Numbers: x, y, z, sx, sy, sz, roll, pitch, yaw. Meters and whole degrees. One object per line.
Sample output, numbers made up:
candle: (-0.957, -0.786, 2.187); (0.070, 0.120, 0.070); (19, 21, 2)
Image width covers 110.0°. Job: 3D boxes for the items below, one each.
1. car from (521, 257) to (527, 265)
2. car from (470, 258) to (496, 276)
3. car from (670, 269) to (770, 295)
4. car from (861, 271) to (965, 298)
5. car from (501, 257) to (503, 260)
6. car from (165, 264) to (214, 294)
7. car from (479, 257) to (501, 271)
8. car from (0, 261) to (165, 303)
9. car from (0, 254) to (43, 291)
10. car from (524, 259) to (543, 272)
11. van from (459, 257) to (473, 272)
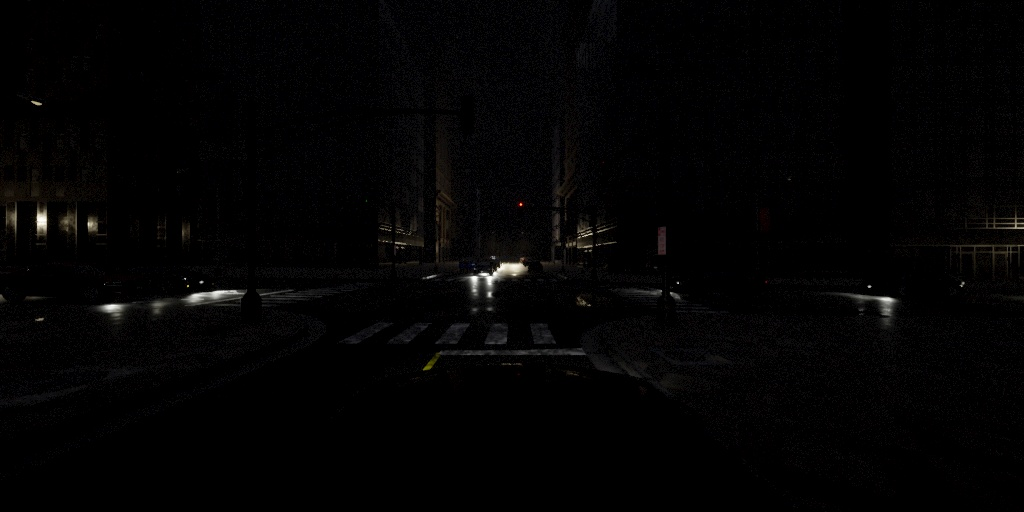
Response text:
car: (2.997, 1.270, 62.040); (1.802, 1.307, 4.207); (0, 0, 0)
car: (-2.925, 1.253, 37.232); (1.812, 1.442, 4.674); (0, 0, 0)
car: (12.005, 1.481, 21.096); (5.357, 1.411, 2.033); (1, 0, 0)
car: (23.401, 1.594, 21.032); (4.892, 1.490, 1.837); (1, 0, 0)
car: (-2.785, 1.224, 56.661); (1.812, 1.442, 4.674); (0, 0, 0)
car: (-17.417, 1.094, 17.817); (4.181, 1.385, 1.994); (1, 0, 0)
car: (-2.869, 1.207, 46.350); (2.128, 1.511, 4.902); (0, 0, 0)
car: (-17.608, 0.993, 14.568); (5.008, 1.535, 1.882); (1, 0, 0)
car: (-27.026, 0.759, 17.875); (4.553, 1.767, 2.097); (1, 0, 0)
car: (2.886, 1.283, 45.092); (1.948, 1.339, 4.313); (0, 0, 0)
van: (-5.639, 1.058, 45.147); (1.690, 1.789, 3.998); (0, 0, 0)
